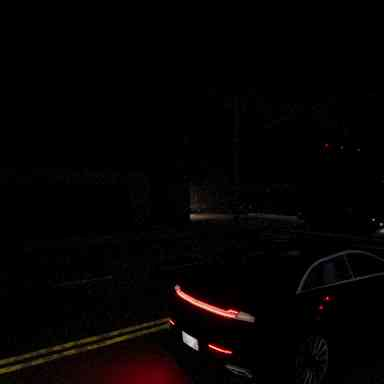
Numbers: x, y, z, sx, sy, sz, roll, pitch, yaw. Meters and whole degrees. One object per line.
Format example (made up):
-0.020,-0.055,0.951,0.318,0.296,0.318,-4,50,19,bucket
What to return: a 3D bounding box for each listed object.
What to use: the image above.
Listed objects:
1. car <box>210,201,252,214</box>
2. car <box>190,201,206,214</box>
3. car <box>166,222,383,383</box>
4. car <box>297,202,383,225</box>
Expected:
4.096,1.601,35.025,1.895,1.301,4.718,0,0,-37,car
-0.591,1.601,35.451,1.895,1.301,4.718,0,0,-37,car
1.954,1.492,5.223,4.902,1.511,2.128,0,0,-35,car
9.648,1.548,21.909,2.033,1.411,5.357,0,0,-38,car
